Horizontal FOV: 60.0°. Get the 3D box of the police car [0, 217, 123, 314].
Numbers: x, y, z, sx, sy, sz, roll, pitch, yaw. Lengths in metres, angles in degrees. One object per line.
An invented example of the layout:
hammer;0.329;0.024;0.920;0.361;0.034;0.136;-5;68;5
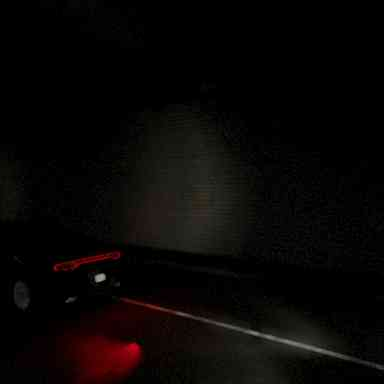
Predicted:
police car;-3.953;1.437;7.755;5.238;1.638;1.930;0;0;32
